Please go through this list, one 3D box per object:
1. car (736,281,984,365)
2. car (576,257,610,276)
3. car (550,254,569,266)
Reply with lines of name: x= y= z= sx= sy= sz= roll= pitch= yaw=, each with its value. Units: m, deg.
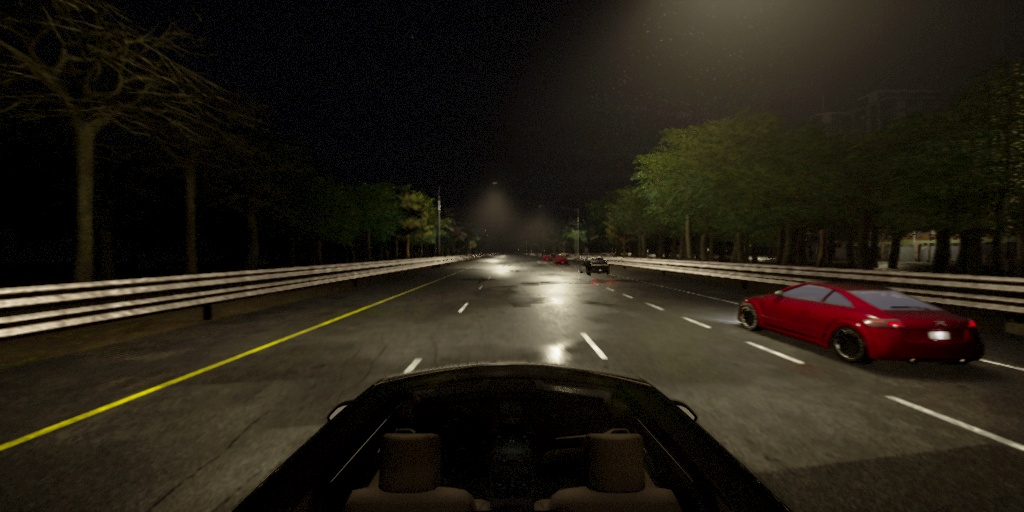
car: x=7.000 y=1.241 z=7.879 sx=1.994 sy=1.385 sz=4.181 roll=0 pitch=1 yaw=0
car: x=6.999 y=0.892 z=30.807 sx=2.128 sy=1.511 sz=4.902 roll=0 pitch=1 yaw=0
car: x=6.995 y=0.670 z=51.847 sx=1.812 sy=1.442 sz=4.674 roll=0 pitch=1 yaw=0
